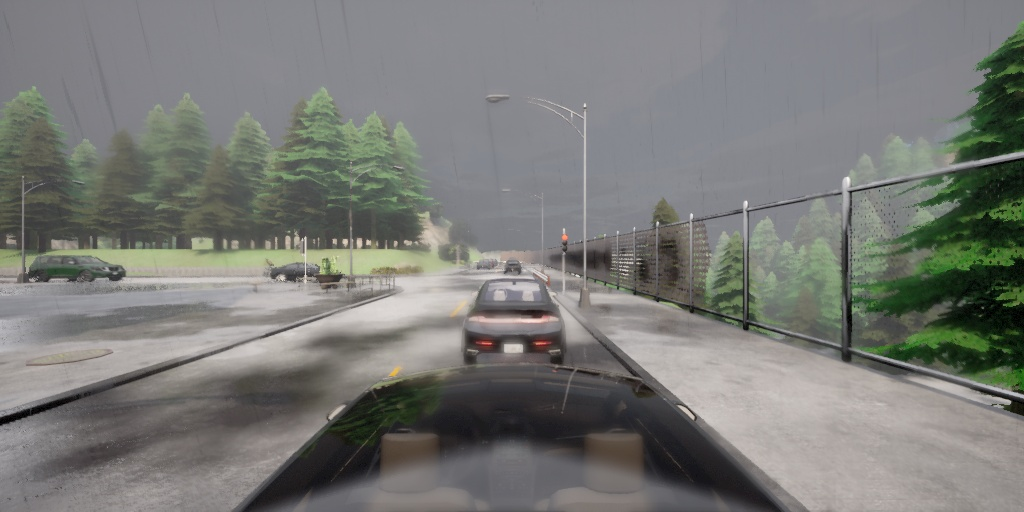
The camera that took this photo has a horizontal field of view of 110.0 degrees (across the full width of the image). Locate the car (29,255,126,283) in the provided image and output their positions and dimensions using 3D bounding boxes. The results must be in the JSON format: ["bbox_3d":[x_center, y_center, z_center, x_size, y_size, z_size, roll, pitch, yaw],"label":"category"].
[{"bbox_3d":[-32.814,0.973,27.153,5.566,2.045,2.150,0,0,0],"label":"car"}]

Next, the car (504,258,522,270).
[{"bbox_3d":[0.100,1.255,41.833,1.837,1.490,4.892,1,0,1],"label":"car"}]

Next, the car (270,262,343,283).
[{"bbox_3d":[-15.463,1.228,27.153,5.008,1.535,1.882,0,0,0],"label":"car"}]

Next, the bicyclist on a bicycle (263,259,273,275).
[{"bbox_3d":[-24.152,1.099,35.543,0.582,1.620,1.656,0,0,0],"label":"bicyclist on a bicycle"}]

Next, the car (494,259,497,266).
[{"bbox_3d":[-4.062,1.228,62.004,1.882,1.535,5.008,0,0,0],"label":"car"}]

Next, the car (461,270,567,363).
[{"bbox_3d":[0.047,1.241,8.061,2.128,1.511,4.902,0,0,1],"label":"car"}]

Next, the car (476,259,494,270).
[{"bbox_3d":[-4.089,1.255,52.481,1.837,1.490,4.892,0,0,0],"label":"car"}]
